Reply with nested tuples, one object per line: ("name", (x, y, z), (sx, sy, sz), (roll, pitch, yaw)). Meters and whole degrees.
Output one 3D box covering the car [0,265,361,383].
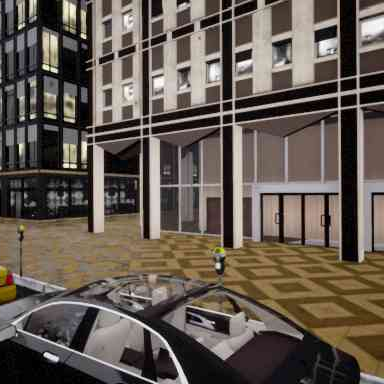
("car", (-0.680, 1.551, 3.367), (4.403, 1.369, 2.008), (0, 0, 36))
